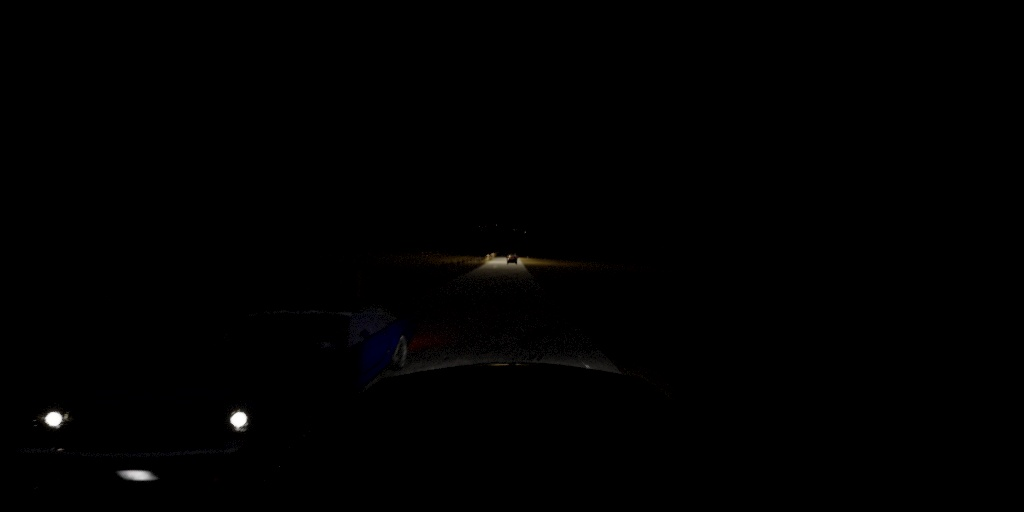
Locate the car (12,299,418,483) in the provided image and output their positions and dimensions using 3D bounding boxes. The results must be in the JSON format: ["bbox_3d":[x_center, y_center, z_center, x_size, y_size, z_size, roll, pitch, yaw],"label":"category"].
[{"bbox_3d":[-2.822,1.341,4.915,1.895,1.301,4.718,0,0,0],"label":"car"}]

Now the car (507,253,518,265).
[{"bbox_3d":[0.012,0.722,61.446,2.033,1.411,5.357,0,1,0],"label":"car"}]
